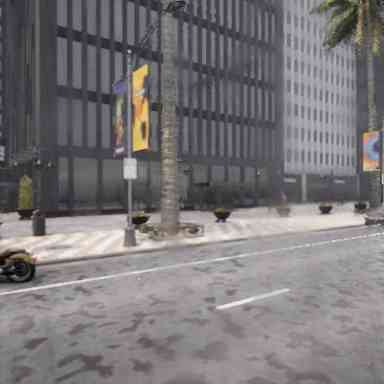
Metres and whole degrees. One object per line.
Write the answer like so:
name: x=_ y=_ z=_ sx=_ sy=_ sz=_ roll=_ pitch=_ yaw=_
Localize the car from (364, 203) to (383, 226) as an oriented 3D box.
car: x=12.805 y=1.390 z=21.079 sx=4.892 sy=1.521 sz=2.231 roll=0 pitch=0 yaw=-35
